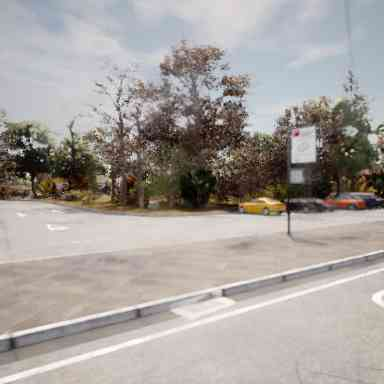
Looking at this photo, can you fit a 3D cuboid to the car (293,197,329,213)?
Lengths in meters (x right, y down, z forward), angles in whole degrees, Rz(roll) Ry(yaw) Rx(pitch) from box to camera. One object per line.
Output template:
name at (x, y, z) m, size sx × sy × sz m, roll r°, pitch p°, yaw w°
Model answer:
car at (11.027, 1.313, 34.383) m, size 2.097 × 1.535 × 5.008 m, roll 0°, pitch 0°, yaw -35°

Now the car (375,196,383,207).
car at (29.163, 1.369, 47.325) m, size 2.097 × 1.535 × 5.008 m, roll 0°, pitch 0°, yaw -36°

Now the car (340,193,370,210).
car at (17.851, 1.195, 39.206) m, size 2.185 × 1.767 × 4.553 m, roll 0°, pitch 0°, yaw -36°

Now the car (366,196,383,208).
car at (27.001, 1.356, 45.557) m, size 1.946 × 1.575 × 5.366 m, roll 0°, pitch 0°, yaw -36°

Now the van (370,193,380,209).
van at (20.028, 1.101, 40.942) m, size 1.878 × 1.987 × 4.442 m, roll 0°, pitch 0°, yaw -36°

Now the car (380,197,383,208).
car at (24.629, 1.388, 44.085) m, size 2.002 × 1.452 × 4.674 m, roll 0°, pitch 0°, yaw -36°

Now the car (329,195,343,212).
car at (13.298, 1.353, 35.999) m, size 2.002 × 1.452 × 4.674 m, roll 0°, pitch 0°, yaw -35°

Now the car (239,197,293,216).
car at (6.499, 1.325, 31.143) m, size 2.097 × 1.535 × 5.008 m, roll 0°, pitch 0°, yaw -35°
